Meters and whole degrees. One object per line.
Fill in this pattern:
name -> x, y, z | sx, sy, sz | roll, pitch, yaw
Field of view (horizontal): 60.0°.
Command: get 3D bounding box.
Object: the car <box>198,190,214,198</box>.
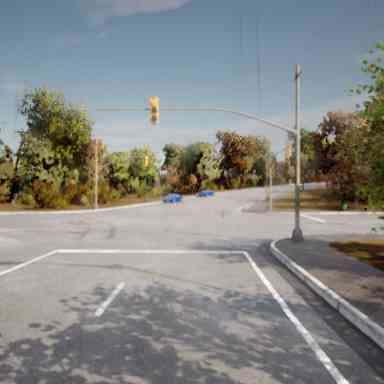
car -> 2.905, 0.293, 67.998 | 1.882, 1.535, 5.008 | 0, 4, 25

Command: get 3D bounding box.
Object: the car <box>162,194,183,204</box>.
car -> -3.111, 1.047, 53.610 | 1.882, 1.535, 5.008 | 0, 2, 20
